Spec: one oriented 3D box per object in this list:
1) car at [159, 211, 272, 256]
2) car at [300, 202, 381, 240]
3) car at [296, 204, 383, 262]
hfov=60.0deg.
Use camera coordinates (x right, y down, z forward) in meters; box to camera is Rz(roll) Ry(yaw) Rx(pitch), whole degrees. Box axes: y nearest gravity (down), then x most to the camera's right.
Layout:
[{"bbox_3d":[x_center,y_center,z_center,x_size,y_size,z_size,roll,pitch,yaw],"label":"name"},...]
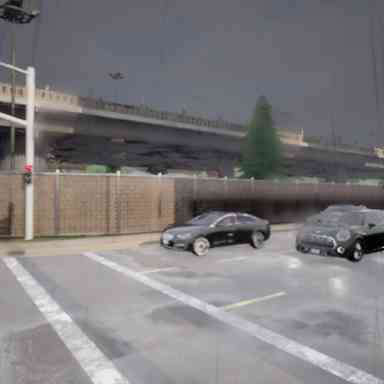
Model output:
[{"bbox_3d":[1.063,1.544,13.350,4.902,1.511,2.128,1,0,-35],"label":"car"},{"bbox_3d":[8.314,1.477,18.506,4.553,1.767,2.097,1,0,-35],"label":"car"},{"bbox_3d":[5.993,1.433,12.548,4.553,1.767,2.097,1,0,-35],"label":"car"}]
